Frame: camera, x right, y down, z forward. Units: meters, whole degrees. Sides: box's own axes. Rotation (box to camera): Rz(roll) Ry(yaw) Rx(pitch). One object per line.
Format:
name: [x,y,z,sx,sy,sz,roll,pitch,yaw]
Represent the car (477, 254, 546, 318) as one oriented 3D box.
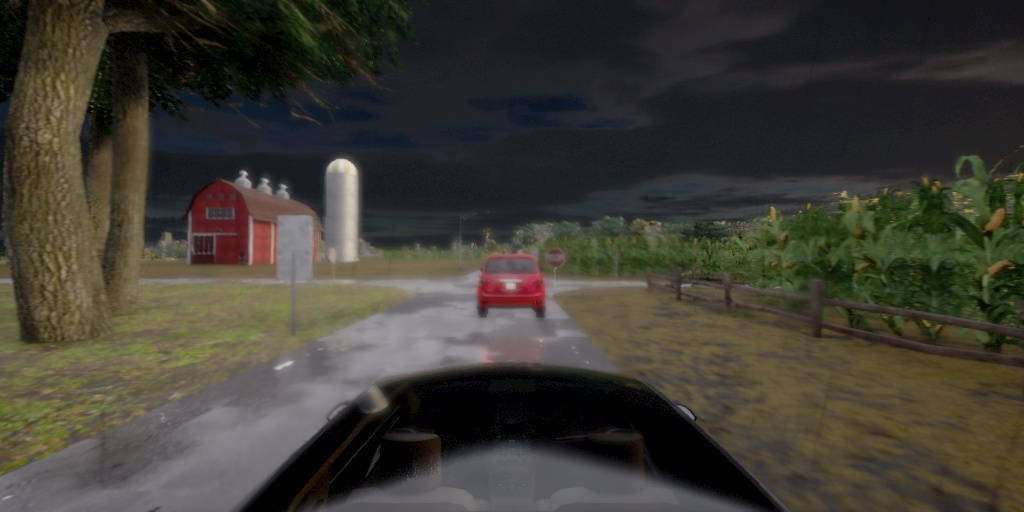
car: [0.009,0.970,13.102,2.150,2.045,5.566,0,0,1]
